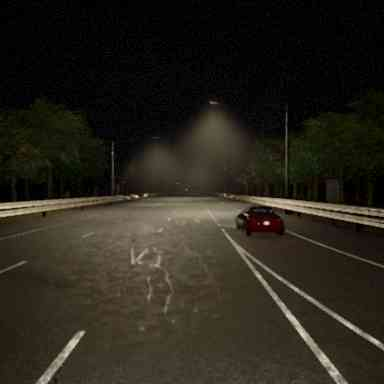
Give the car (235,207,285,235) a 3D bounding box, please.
[{"bbox_3d":[3.589,1.478,18.151,1.994,1.385,4.181,0,0,-1],"label":"car"}]
